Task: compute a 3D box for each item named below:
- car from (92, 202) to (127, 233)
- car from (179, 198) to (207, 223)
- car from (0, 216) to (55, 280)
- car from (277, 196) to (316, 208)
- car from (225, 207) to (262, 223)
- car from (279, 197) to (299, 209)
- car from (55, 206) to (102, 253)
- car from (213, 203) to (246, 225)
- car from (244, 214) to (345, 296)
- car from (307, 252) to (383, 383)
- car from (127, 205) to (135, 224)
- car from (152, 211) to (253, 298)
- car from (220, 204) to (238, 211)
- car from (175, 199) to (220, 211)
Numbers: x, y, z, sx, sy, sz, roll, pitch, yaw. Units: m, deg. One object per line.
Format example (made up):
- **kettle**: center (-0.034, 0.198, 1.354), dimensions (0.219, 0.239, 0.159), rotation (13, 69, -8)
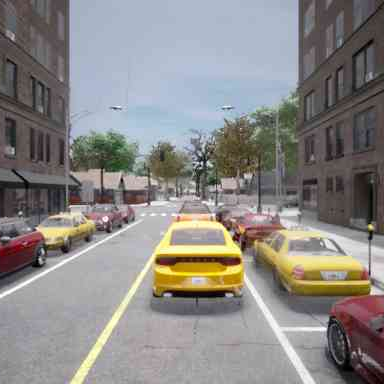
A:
- **car**: center (-5.332, 1.447, 19.411), dimensions (1.967, 1.590, 4.097), rotation (0, 0, 0)
- **car**: center (0.079, 1.363, 26.592), dimensions (2.097, 1.767, 4.553), rotation (0, 0, 0)
- **car**: center (-5.365, 1.442, 8.373), dimensions (1.967, 1.590, 4.097), rotation (0, 0, 0)
- **car**: center (14.974, 1.415, 47.845), dimensions (4.902, 1.511, 2.128), rotation (0, 0, 0)
- **car**: center (2.676, 1.549, 13.870), dimensions (1.887, 1.381, 4.507), rotation (0, 0, 0)
- **car**: center (14.388, 1.452, 44.586), dimensions (4.674, 1.442, 1.812), rotation (0, 0, 2)
- **car**: center (-5.349, 1.529, 13.721), dimensions (1.752, 1.417, 4.829), rotation (0, 0, 0)
- **car**: center (2.710, 1.575, 24.907), dimensions (1.947, 1.339, 4.313), rotation (0, 0, 0)
- **car**: center (2.660, 1.527, 8.522), dimensions (1.752, 1.417, 4.829), rotation (0, 0, 0)
- **car**: center (2.643, 1.582, 2.834), dimensions (1.802, 1.307, 4.206), rotation (0, 0, 0)
- **car**: center (-5.315, 1.592, 24.930), dimensions (1.802, 1.307, 4.206), rotation (0, 0, 0)
- **car**: center (0.127, 1.479, 8.568), dimensions (1.882, 1.535, 5.008), rotation (0, 0, 0)
- **car**: center (2.693, 1.589, 19.388), dimensions (1.802, 1.307, 4.206), rotation (0, 0, 0)
- **car**: center (0.152, 1.358, 17.750), dimensions (2.097, 1.767, 4.553), rotation (0, 0, 0)
